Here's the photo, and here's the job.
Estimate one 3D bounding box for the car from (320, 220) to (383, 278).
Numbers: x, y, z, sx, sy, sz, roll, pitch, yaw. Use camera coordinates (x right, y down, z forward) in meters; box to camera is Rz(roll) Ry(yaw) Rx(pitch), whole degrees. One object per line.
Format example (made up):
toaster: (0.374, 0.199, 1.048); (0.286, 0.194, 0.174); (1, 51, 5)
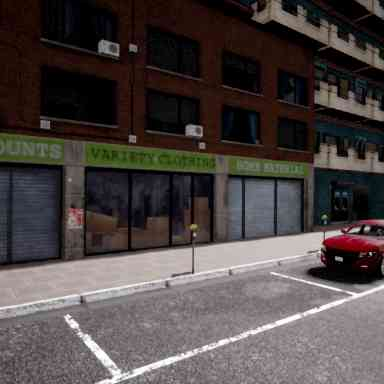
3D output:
car: (5.767, 1.548, 10.209); (4.507, 1.381, 1.887); (0, 1, -36)
